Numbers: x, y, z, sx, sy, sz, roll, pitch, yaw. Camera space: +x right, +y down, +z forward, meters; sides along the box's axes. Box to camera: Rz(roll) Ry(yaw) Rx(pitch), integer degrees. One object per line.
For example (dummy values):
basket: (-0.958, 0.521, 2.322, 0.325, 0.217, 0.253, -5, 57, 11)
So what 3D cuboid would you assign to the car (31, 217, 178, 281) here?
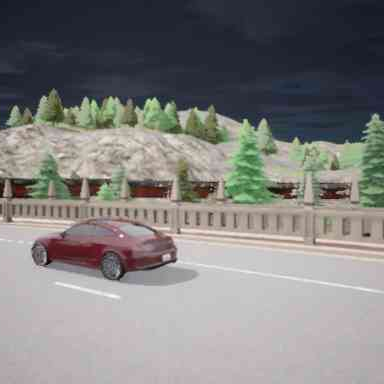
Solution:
car: (-2.592, 1.460, 9.544, 4.674, 1.442, 1.812, 0, 0, 32)
